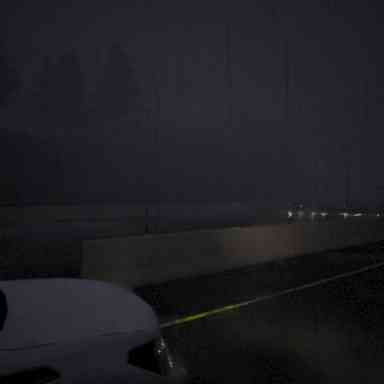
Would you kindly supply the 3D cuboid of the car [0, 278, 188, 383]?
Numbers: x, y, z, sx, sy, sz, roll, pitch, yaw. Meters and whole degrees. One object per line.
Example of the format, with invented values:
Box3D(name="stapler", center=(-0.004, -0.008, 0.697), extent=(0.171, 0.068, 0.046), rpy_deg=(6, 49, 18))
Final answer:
Box3D(name="car", center=(-2.695, 1.220, 1.872), extent=(5.566, 2.045, 2.150), rpy_deg=(1, -1, -35))
